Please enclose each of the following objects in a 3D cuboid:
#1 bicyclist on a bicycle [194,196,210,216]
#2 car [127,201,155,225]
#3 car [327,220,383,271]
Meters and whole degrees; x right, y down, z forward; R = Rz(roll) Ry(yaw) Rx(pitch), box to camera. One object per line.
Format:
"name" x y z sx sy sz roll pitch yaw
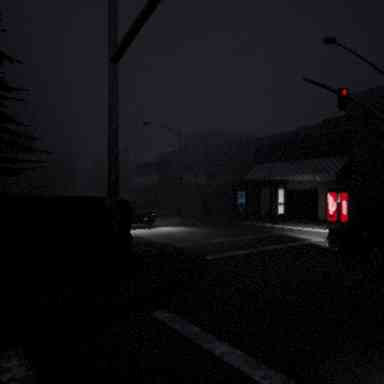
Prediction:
"bicyclist on a bicycle" 0.856 1.163 27.634 1.656 1.620 0.582 0 0 -35
"car" -4.153 1.369 21.733 1.837 1.490 4.892 0 0 -35
"car" 6.082 1.559 10.679 1.895 1.301 4.718 0 -1 1
